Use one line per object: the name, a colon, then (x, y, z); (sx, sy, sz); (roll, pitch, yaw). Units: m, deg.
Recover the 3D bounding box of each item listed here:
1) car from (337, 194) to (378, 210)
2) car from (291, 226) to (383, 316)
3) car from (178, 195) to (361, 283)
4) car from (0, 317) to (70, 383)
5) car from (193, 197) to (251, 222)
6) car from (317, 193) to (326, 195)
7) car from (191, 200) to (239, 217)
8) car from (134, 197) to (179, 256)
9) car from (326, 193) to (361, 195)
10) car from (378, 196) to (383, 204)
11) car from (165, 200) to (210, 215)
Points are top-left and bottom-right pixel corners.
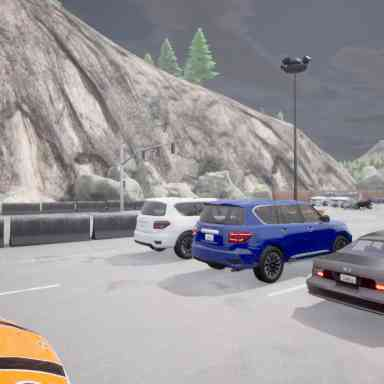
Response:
car: (19.809, 1.393, 40.050); (4.902, 1.511, 2.128); (0, 0, -36)
car: (4.740, 1.547, 7.213); (5.357, 1.411, 2.033); (0, 0, -36)
car: (2.550, 1.221, 9.920); (5.566, 2.045, 2.150); (0, 0, -38)
car: (-2.939, 1.350, 1.644); (4.553, 1.767, 2.097); (0, 0, -36)
car: (2.509, 1.344, 27.434); (4.553, 1.767, 2.097); (0, 0, -36)
car: (19.376, 1.101, 48.396); (5.566, 2.045, 2.150); (0, 0, -36)
car: (2.216, 1.548, 31.553); (4.181, 1.385, 1.994); (0, 0, -36)
car: (0.525, 1.221, 12.797); (5.566, 2.045, 2.150); (0, 0, -36)
car: (21.179, 1.104, 45.380); (5.566, 2.045, 2.150); (0, 0, -36)
car: (32.047, 1.372, 57.562); (4.181, 1.385, 1.994); (0, 0, -35)
car: (-0.450, 1.551, 33.941); (4.181, 1.385, 1.994); (0, 0, -36)
